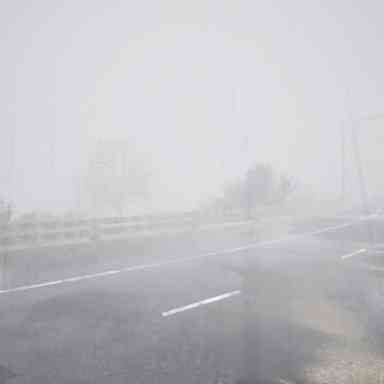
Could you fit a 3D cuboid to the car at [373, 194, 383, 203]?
[{"bbox_3d":[30.628,1.041,53.867,2.128,1.511,4.902,0,0,19],"label":"car"}]
